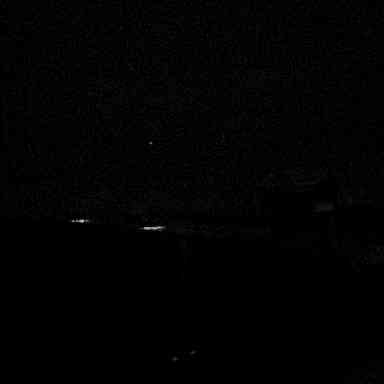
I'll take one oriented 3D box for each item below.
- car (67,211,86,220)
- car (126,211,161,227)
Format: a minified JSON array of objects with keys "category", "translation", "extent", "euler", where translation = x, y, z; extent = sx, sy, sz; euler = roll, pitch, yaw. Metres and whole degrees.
[{"category":"car","translation":[-17.481,3.495,50.042],"extent":[1.994,1.385,4.181],"euler":[0,-2,-35]},{"category":"car","translation":[-4.778,2.536,32.111],"extent":[1.812,1.442,4.674],"euler":[0,-2,-36]}]
